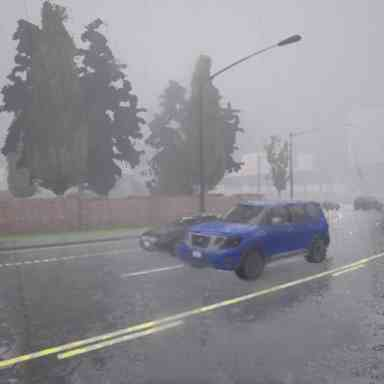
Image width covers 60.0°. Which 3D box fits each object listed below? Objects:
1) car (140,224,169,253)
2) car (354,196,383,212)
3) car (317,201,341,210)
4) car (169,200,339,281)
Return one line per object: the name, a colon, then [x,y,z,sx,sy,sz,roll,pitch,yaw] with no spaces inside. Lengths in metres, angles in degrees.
car: [0.164,1.605,13.327,4.674,1.442,1.812,0,0,-41]
car: [24.189,1.602,45.874,2.150,2.045,5.566,-1,-1,9]
car: [21.302,2.121,51.984,1.895,1.301,4.718,-1,-1,3]
car: [2.225,1.281,10.450,5.566,2.045,2.150,0,0,-41]
